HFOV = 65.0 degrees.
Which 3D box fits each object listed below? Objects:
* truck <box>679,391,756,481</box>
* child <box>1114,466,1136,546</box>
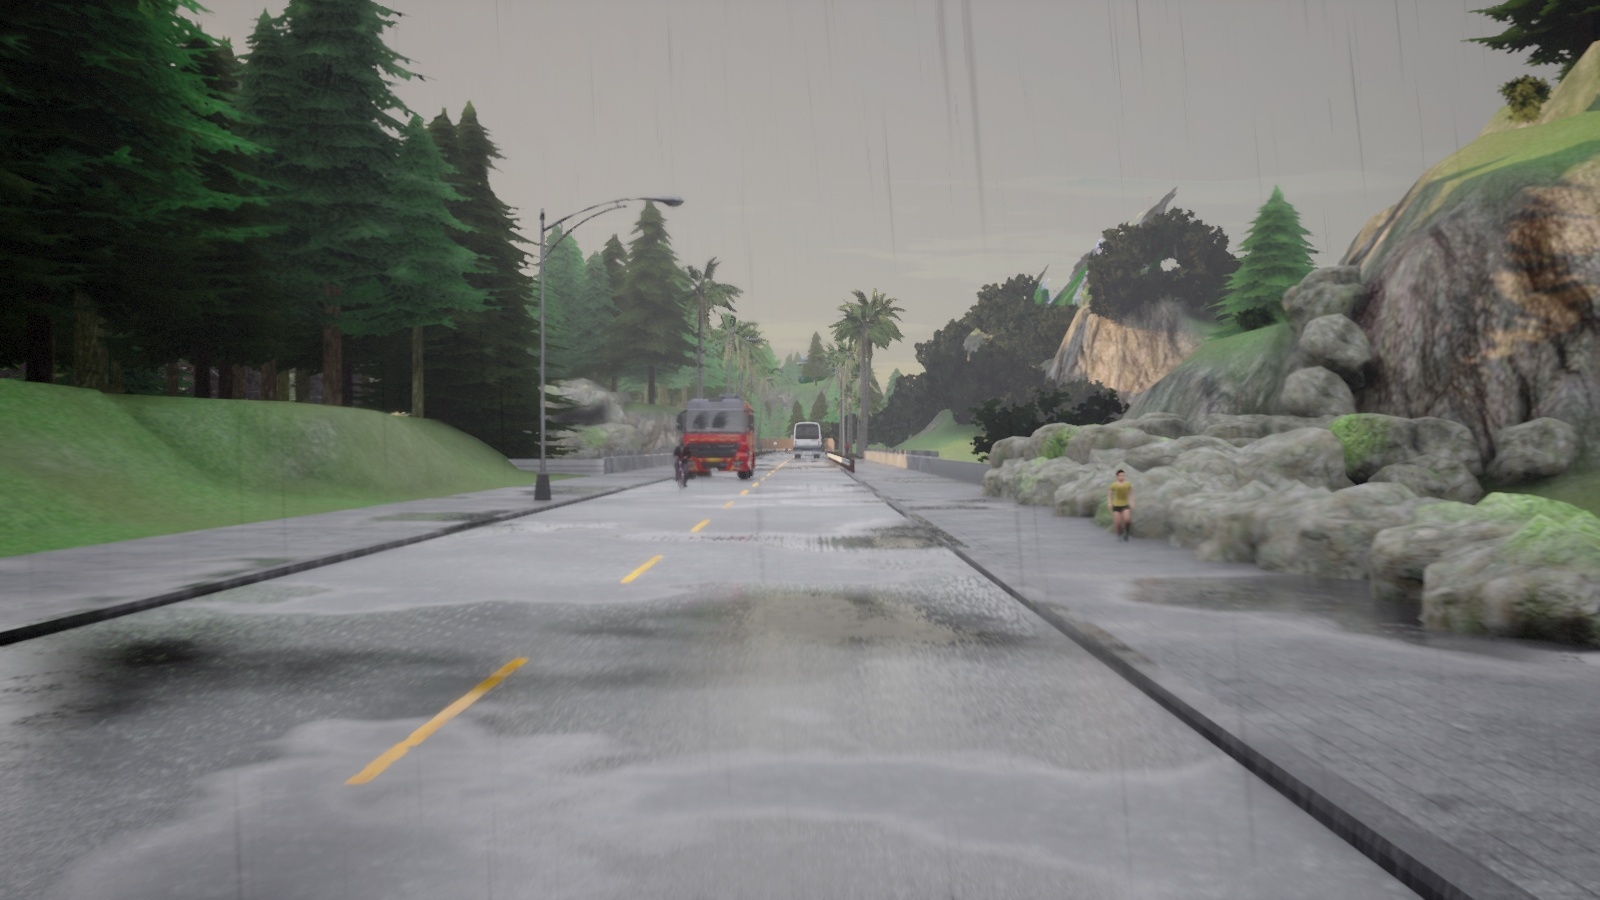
[{"bbox_3d":[-3.661,-0.602,57.657,2.891,3.827,8.468,0,0,0],"label":"truck"},{"bbox_3d":[4.612,0.785,17.836,0.255,1.110,0.394,0,0,7],"label":"child"}]
